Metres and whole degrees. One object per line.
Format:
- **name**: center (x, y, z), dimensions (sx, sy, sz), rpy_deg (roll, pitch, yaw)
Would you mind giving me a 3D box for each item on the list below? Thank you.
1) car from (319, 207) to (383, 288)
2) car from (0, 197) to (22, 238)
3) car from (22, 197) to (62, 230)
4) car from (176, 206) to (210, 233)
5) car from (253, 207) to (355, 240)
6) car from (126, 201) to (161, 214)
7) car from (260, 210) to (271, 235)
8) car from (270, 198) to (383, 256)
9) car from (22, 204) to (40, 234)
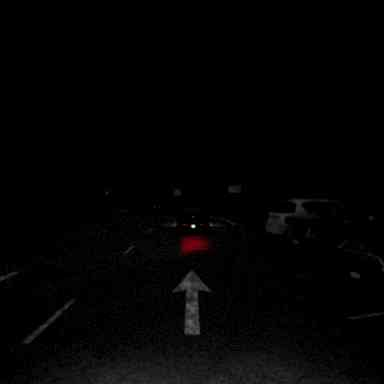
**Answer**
- **car**: center (5.968, 1.405, 8.628), dimensions (4.553, 1.767, 2.185), rpy_deg (1, 0, -20)
- **car**: center (-11.001, 1.311, 14.833), dimensions (5.566, 2.045, 2.435), rpy_deg (-1, -1, -20)
- **car**: center (-11.056, 1.341, 20.717), dimensions (5.566, 2.045, 2.435), rpy_deg (-1, 0, -20)
- **car**: center (0.060, 1.607, 20.388), dimensions (1.837, 1.490, 4.892), rpy_deg (0, 0, 0)
- **car**: center (5.938, 1.605, 17.710), dimensions (4.792, 1.488, 2.163), rpy_deg (1, -1, -20)
- **car**: center (-5.707, 1.743, 38.583), dimensions (2.033, 1.411, 5.357), rpy_deg (0, 0, -40)
- **car**: center (5.947, 1.309, 14.687), dimensions (5.566, 2.045, 2.435), rpy_deg (1, -1, -20)
- **car**: center (5.911, 1.294, 11.627), dimensions (5.566, 2.045, 2.435), rpy_deg (1, 0, -20)
- **car**: center (-11.010, 1.606, 17.799), dimensions (4.792, 1.488, 2.163), rpy_deg (-1, -1, -20)
